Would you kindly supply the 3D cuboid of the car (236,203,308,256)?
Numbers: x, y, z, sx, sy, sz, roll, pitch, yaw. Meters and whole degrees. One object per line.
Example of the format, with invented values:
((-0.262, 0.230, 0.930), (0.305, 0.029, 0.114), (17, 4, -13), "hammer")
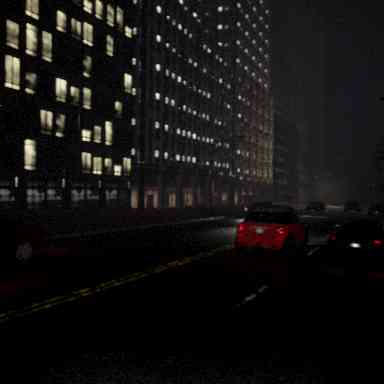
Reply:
((3.619, 1.529, 14.430), (2.097, 1.767, 4.553), (1, 0, 30), "car")

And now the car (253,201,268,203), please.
((6.821, 1.699, 33.334), (2.097, 1.767, 4.553), (1, 0, 30), "car")

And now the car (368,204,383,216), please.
((24.517, 2.321, 44.123), (1.837, 1.490, 4.892), (1, 0, 30), "car")

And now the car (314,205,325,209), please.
((15.683, 1.856, 42.014), (2.033, 1.411, 5.357), (1, 0, 30), "car")

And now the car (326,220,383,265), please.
((6.520, 1.803, 12.962), (1.994, 1.385, 4.181), (1, 0, 30), "car")

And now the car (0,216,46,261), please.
((-6.820, 1.388, 9.755), (1.882, 1.535, 5.008), (1, 0, 30), "car")

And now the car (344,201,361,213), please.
((24.353, 2.196, 50.335), (2.097, 1.767, 4.553), (1, 0, 30), "car")
